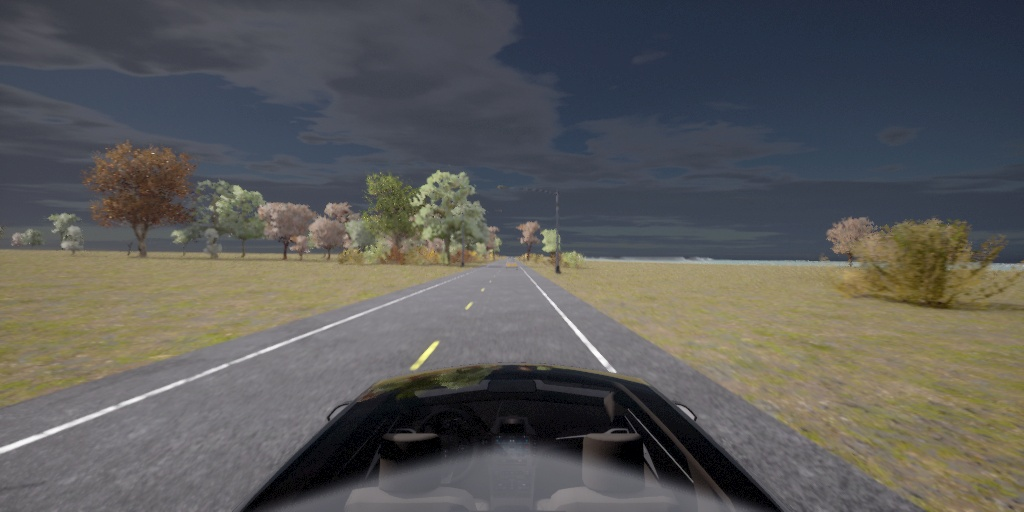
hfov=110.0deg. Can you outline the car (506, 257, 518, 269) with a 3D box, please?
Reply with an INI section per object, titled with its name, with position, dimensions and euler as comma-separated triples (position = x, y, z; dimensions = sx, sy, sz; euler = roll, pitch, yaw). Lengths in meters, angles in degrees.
[car]
position = -0.026, 1.185, 56.593
dimensions = 1.801, 1.575, 5.366
euler = 0, 0, 0
